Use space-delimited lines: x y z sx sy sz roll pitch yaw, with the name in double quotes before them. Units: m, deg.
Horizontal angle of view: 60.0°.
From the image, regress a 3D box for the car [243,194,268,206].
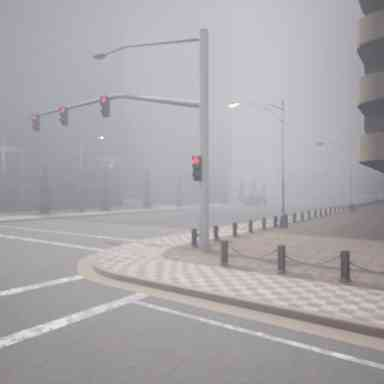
"car" 10.424 1.262 54.368 2.150 2.045 5.566 0 0 36
